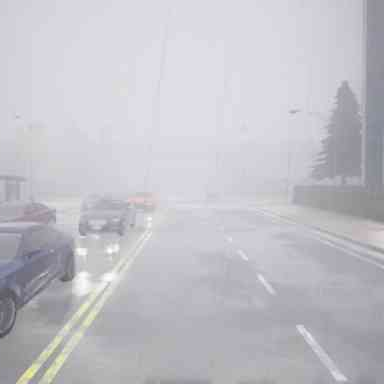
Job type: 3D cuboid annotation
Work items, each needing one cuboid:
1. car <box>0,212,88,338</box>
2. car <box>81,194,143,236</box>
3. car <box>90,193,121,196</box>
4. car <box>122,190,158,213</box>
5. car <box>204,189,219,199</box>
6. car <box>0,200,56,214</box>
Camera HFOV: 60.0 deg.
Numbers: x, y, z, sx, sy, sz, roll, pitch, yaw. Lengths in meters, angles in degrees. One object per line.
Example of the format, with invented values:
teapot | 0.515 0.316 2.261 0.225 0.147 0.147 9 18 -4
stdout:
car | -3.666 1.363 6.385 1.812 1.442 4.674 0 1 -1
car | -3.835 1.090 15.729 2.128 1.511 4.902 0 1 -1
car | -7.445 0.842 26.752 2.128 1.511 4.902 0 1 -1
car | -3.946 0.718 26.841 2.097 1.767 4.553 0 1 -1
car | 2.801 0.292 47.184 2.033 1.411 5.357 0 1 -1
car | -7.305 1.132 13.758 1.882 1.535 5.008 0 1 -1
